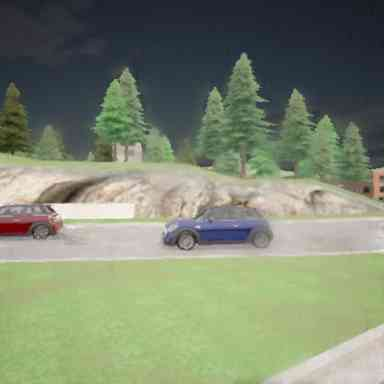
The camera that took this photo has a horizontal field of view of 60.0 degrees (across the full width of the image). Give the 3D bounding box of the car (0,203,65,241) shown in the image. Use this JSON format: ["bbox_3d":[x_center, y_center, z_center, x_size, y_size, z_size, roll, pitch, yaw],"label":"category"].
[{"bbox_3d":[-8.704,1.367,16.171,4.553,1.767,2.097,0,0,-7],"label":"car"}]

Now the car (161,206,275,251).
[{"bbox_3d":[1.011,1.372,13.927,4.553,1.767,2.097,0,0,-9],"label":"car"}]
